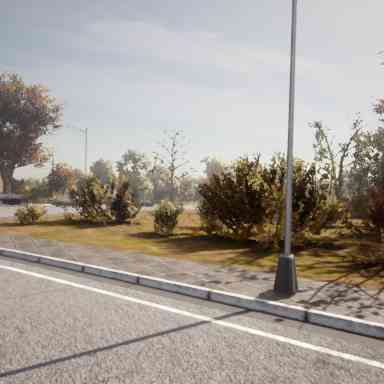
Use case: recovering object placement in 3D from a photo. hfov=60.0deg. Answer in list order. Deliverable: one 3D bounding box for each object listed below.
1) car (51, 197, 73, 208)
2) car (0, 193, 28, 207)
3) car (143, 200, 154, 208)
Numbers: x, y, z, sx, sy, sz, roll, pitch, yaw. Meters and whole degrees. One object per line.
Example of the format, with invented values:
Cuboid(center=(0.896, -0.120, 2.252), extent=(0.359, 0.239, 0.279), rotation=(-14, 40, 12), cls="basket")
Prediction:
Cuboid(center=(-15.742, 1.306, 43.298), extent=(2.033, 1.411, 5.357), rotation=(2, -2, 20), cls="car")
Cuboid(center=(-21.279, 0.876, 38.218), extent=(1.882, 1.535, 5.008), rotation=(2, -1, 20), cls="car")
Cuboid(center=(-8.852, 2.229, 62.228), extent=(1.895, 1.301, 4.718), rotation=(2, -2, 20), cls="car")
